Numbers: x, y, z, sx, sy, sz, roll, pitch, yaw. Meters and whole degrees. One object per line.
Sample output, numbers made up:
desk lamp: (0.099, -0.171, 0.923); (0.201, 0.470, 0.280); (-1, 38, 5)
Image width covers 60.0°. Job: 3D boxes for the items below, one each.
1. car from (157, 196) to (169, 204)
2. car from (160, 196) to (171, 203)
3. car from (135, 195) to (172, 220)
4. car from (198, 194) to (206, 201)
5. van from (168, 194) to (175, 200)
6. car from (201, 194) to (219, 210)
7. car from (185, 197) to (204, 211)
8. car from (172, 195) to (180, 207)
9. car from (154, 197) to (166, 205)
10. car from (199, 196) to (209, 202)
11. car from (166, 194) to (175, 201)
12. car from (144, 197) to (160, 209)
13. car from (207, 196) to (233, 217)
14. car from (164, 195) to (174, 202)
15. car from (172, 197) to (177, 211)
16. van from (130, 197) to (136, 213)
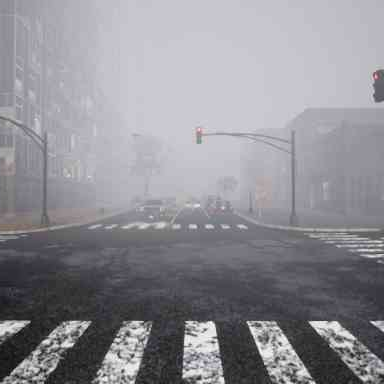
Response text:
car: (-5.664, 1.595, 65.002); (1.947, 1.339, 4.313); (1, 0, 0)
car: (-5.663, 1.597, 70.676); (1.947, 1.339, 4.313); (1, 0, 0)
car: (-3.128, 1.366, 28.141); (2.097, 1.767, 4.553); (0, 0, 1)
car: (2.722, 1.478, 87.735); (1.967, 1.590, 4.097); (1, 0, 0)
van: (-5.655, 1.381, 93.372); (1.690, 1.788, 3.998); (1, 0, 0)
car: (2.716, 1.335, 42.343); (2.192, 1.841, 5.009); (1, 0, 0)
car: (0.100, 1.620, 40.439); (1.895, 1.301, 4.718); (0, 0, 0)
car: (-3.085, 1.548, 47.633); (1.812, 1.442, 4.674); (0, 0, 0)
car: (-5.666, 1.609, 59.328); (1.802, 1.307, 4.206); (1, 0, 0)
car: (2.718, 1.599, 76.387); (1.947, 1.339, 4.313); (1, 0, 0)
car: (-5.655, 1.353, 87.698); (2.192, 1.841, 5.009); (1, 0, 0)
car: (-5.667, 1.548, 47.810); (1.752, 1.417, 4.829); (1, 0, 0)
car: (2.711, 1.455, 30.995); (1.967, 1.590, 4.097); (1, 0, 0)
car: (-5.661, 1.586, 82.024); (2.008, 1.369, 4.403); (1, 0, 0)
car: (-3.093, 1.566, 37.613); (2.033, 1.411, 5.357); (0, 0, 0)
van: (-5.666, 1.359, 36.632); (1.690, 1.788, 3.998); (1, 0, 0)
